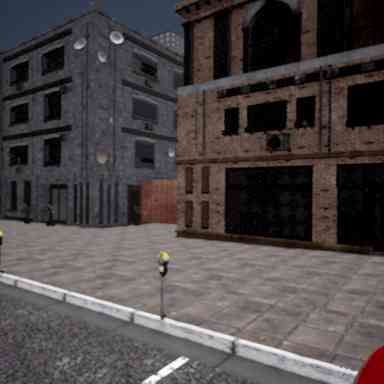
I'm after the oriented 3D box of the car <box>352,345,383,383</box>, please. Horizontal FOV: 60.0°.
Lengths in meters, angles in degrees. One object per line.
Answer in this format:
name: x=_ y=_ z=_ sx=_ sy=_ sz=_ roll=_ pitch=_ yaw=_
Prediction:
car: x=2.961 y=1.301 z=0.697 sx=5.009 sy=1.841 sz=2.192 roll=0 pitch=1 yaw=36
